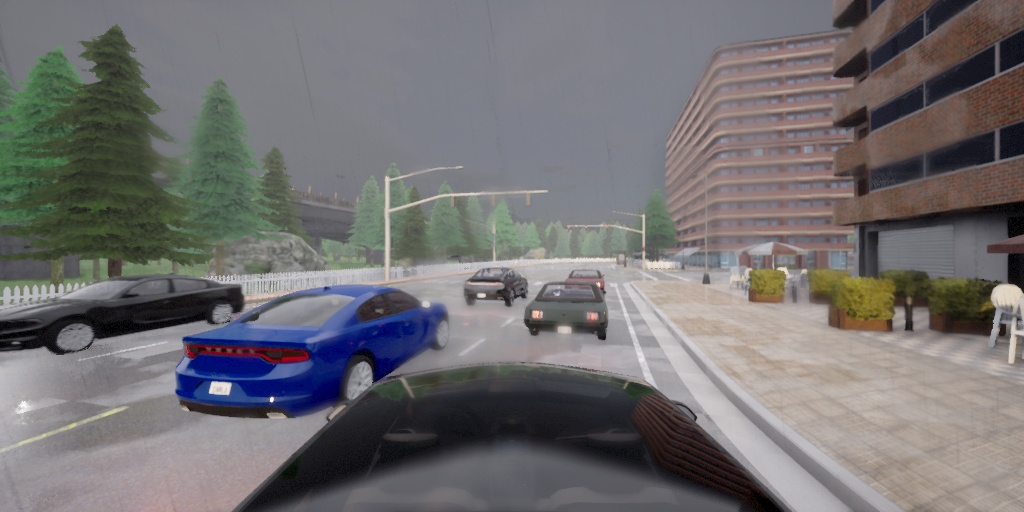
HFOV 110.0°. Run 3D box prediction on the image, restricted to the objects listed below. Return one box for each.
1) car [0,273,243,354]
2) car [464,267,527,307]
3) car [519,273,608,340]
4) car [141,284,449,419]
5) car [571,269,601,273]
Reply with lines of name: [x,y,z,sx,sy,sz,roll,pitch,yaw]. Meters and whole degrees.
car: [-9.494,1.223,9.046,1.882,1.535,5.008,0,0,11]
car: [-0.535,1.230,15.437,2.128,1.511,4.902,0,0,14]
car: [1.685,1.344,10.070,1.895,1.301,4.718,0,0,14]
car: [-2.630,1.224,6.177,1.882,1.535,5.008,0,0,10]
car: [3.928,1.336,18.949,1.895,1.301,4.718,0,0,14]
